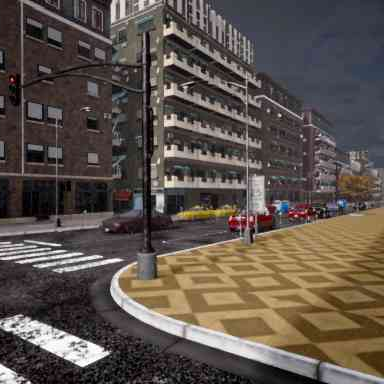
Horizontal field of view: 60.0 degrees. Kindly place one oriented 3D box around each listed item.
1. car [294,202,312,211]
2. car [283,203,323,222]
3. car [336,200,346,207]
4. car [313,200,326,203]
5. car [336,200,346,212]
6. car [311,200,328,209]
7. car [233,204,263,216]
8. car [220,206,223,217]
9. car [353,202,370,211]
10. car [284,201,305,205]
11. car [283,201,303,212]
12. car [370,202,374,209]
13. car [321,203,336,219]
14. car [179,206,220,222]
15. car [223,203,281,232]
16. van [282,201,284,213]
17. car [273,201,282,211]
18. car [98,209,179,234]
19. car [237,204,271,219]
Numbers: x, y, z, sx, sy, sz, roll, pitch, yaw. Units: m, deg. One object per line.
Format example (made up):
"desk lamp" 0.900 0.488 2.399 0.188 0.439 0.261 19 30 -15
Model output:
"car" 19.884 2.554 59.409 1.887 1.381 4.507 -2 -2 35
"car" 10.555 2.032 31.486 1.887 1.381 4.507 -2 -2 35
"car" 39.166 2.883 87.162 1.690 1.788 3.998 -2 -2 35
"car" 17.621 2.267 46.077 1.837 1.490 4.892 -1 -1 35
"car" 23.425 2.468 54.417 2.033 1.411 5.357 -1 -1 36
"car" 26.342 2.501 68.685 2.192 1.841 5.009 -2 -2 35
"car" 6.963 2.222 40.870 1.947 1.339 4.313 -2 -2 35
"car" 3.635 2.091 36.096 1.752 1.417 4.829 -2 -2 35
"car" 29.937 2.583 59.293 1.947 1.339 4.313 -2 -2 35
"car" 15.743 1.965 48.809 2.033 1.411 5.357 -1 -1 35
"car" 16.652 2.361 54.777 1.967 1.590 4.097 -2 -2 35
"car" 36.397 2.745 68.563 2.008 1.369 4.403 -2 -2 35
"car" 13.786 2.141 36.120 1.947 1.339 4.313 -2 -2 35
"car" 0.404 2.002 31.462 1.752 1.417 4.829 -2 -2 35
"car" 4.093 1.751 22.219 1.967 1.590 4.097 -2 -2 35
"van" 13.421 2.174 50.145 1.690 1.788 3.998 -2 -2 35
"car" 10.192 2.289 45.505 1.887 1.381 4.507 -2 -2 35
"car" -3.415 1.837 21.485 2.033 1.411 5.357 -1 -1 35
"car" 6.801 2.094 36.110 1.812 1.442 4.674 -1 -1 35
